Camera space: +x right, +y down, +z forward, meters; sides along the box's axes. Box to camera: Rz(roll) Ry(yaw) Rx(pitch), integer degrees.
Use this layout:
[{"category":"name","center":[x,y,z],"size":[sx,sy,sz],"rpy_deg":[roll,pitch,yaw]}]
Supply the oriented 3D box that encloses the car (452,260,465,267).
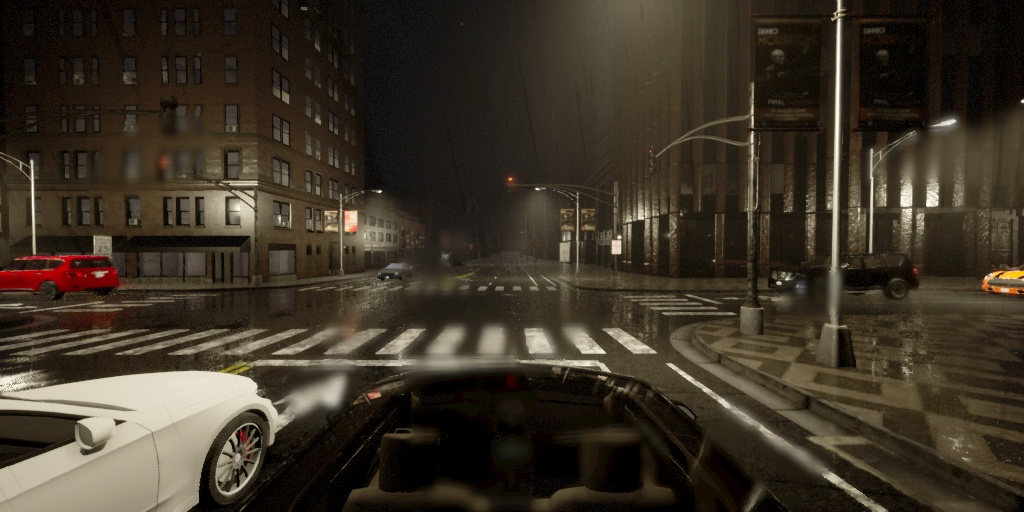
[{"category":"car","center":[-9.530,1.352,64.101],"size":[1.994,1.385,4.181],"rpy_deg":[0,0,0]}]

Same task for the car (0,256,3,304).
[{"category":"car","center":[-24.699,1.068,14.370],"size":[5.566,2.045,2.150],"rpy_deg":[0,1,1]}]

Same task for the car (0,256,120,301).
[{"category":"car","center":[-22.279,1.011,17.228],"size":[5.566,2.045,2.150],"rpy_deg":[0,1,3]}]

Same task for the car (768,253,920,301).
[{"category":"car","center":[14.873,0.868,16.234],"size":[5.566,2.045,2.150],"rpy_deg":[0,1,1]}]

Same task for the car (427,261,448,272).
[{"category":"car","center":[-9.684,1.302,47.042],"size":[2.033,1.411,5.357],"rpy_deg":[0,0,1]}]

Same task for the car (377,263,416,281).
[{"category":"car","center":[-9.750,1.301,30.735],"size":[2.033,1.411,5.357],"rpy_deg":[0,0,0]}]

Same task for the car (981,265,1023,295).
[{"category":"car","center":[24.543,0.960,16.240],"size":[4.553,1.767,2.097],"rpy_deg":[0,1,0]}]

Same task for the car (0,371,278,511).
[{"category":"car","center":[-3.159,1.276,1.416],"size":[1.812,1.442,4.674],"rpy_deg":[0,0,2]}]
